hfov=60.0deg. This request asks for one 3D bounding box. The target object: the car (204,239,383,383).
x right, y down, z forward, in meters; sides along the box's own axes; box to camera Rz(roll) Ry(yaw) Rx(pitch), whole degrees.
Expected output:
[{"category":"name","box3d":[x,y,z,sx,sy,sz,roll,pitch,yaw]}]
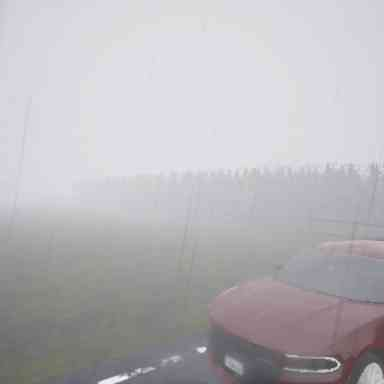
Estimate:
[{"category":"car","box3d":[2.458,1.485,4.826,5.008,1.535,1.882,0,0,-35]}]
